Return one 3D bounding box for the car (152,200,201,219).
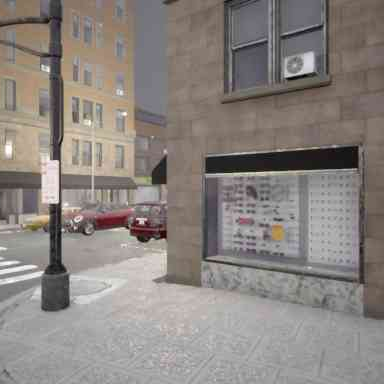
[{"bbox_3d":[-1.272,1.495,29.337,1.752,1.417,4.829,0,0,35],"label":"car"}]

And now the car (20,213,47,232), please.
[{"bbox_3d":[-7.735,1.519,20.055,1.752,1.417,4.829,0,0,35],"label":"car"}]

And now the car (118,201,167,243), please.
[{"bbox_3d":[-0.657,1.305,15.300,2.192,1.841,5.009,0,0,35],"label":"car"}]

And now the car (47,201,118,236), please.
[{"bbox_3d":[-5.298,1.344,18.730,2.097,1.767,4.553,0,0,35],"label":"car"}]

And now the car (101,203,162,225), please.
[{"bbox_3d":[-4.406,1.547,24.836,1.947,1.339,4.313,0,0,35],"label":"car"}]
